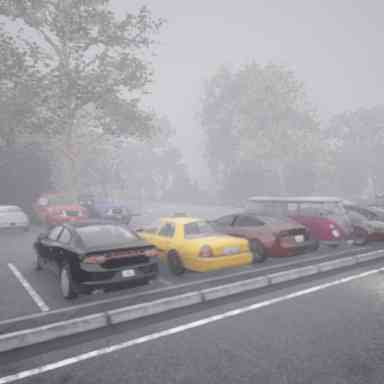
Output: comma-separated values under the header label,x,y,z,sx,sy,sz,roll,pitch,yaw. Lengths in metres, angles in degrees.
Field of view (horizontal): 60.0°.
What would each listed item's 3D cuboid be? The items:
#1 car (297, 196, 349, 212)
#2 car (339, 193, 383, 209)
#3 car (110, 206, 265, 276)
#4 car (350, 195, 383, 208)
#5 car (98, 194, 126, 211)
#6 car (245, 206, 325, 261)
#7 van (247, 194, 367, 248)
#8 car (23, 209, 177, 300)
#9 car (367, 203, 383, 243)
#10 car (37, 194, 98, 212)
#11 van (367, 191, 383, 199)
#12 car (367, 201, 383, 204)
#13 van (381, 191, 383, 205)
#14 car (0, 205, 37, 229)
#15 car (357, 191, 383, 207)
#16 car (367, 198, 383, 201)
label,x,y,z,sx,sy,sz,roll,pitch,yaw
car,14.469,1.251,36.928,2.231,1.521,4.892,0,0,-36
car,21.225,1.070,41.795,2.185,1.767,4.553,0,0,-36
car,-0.515,1.424,10.338,1.946,1.575,5.366,0,0,-36
car,23.518,1.208,43.363,2.163,1.488,4.792,0,0,-36
car,-6.022,1.161,22.218,2.435,2.045,5.566,0,0,-36
car,1.856,1.439,11.843,2.163,1.488,4.792,0,0,-36
van,4.219,1.165,13.355,1.878,1.987,4.442,0,0,-36
car,-2.681,1.447,8.554,2.097,1.535,5.008,0,0,-36
car,6.449,1.403,15.059,2.163,1.488,4.792,0,0,-36
car,-8.186,1.178,20.668,2.435,2.045,5.566,0,0,-36
van,13.336,1.093,19.882,1.878,1.987,4.442,0,0,-36
car,8.728,1.385,16.690,2.163,1.488,4.792,0,0,-36
van,30.203,0.899,48.327,1.878,1.987,4.442,0,0,-36
car,-10.564,1.490,18.999,2.002,1.452,4.674,-1,0,-36
car,25.740,0.909,45.024,2.435,2.045,5.566,0,0,-36
car,10.994,1.337,18.341,2.097,1.535,5.008,0,0,-36
